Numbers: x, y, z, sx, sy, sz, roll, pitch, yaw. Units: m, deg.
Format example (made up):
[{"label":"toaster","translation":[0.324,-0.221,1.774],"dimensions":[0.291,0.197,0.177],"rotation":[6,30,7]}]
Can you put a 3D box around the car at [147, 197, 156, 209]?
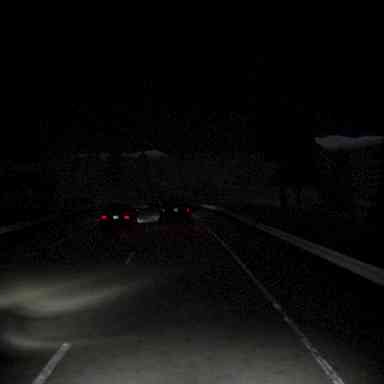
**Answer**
[{"label":"car","translation":[-4.430,1.288,41.132],"dimensions":[2.033,1.411,5.357],"rotation":[0,0,-14]}]

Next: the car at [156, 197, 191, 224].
[{"label":"car","translation":[-1.289,1.200,23.804],"dimensions":[2.097,1.767,4.553],"rotation":[0,0,-6]}]

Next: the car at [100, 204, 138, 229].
[{"label":"car","translation":[-4.402,1.419,20.545],"dimensions":[2.033,1.411,5.357],"rotation":[0,0,-5]}]
